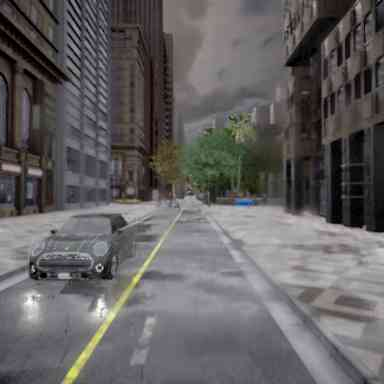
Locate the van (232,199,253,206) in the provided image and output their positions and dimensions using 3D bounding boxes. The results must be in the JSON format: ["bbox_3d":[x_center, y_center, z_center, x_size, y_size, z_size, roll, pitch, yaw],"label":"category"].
[{"bbox_3d":[11.883,2.425,76.053,3.998,1.788,1.690,1,-2,0],"label":"van"}]

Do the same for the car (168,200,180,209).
[{"bbox_3d":[-3.058,2.124,56.414,2.128,1.511,4.902,0,-1,0],"label":"car"}]

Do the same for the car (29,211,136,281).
[{"bbox_3d":[-3.101,1.461,10.295,2.097,1.767,4.553,0,-1,0],"label":"car"}]

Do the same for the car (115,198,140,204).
[{"bbox_3d":[-15.038,2.169,76.154,4.829,1.417,1.752,1,-2,0],"label":"car"}]
